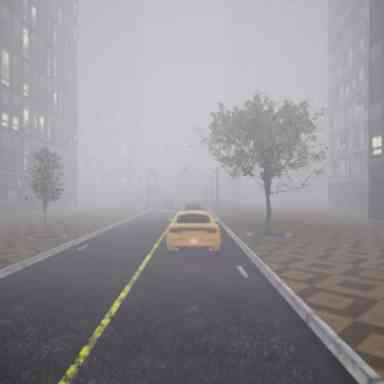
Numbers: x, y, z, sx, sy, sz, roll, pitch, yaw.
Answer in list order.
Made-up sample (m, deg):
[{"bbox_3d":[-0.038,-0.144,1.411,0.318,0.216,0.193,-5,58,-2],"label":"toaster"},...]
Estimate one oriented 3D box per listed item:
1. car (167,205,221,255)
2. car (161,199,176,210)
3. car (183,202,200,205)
[{"bbox_3d":[0.066,1.479,13.421,1.882,1.535,5.008,0,0,0],"label":"car"},{"bbox_3d":[-3.047,1.569,44.107,2.033,1.411,5.357,0,0,1],"label":"car"},{"bbox_3d":[0.069,1.572,29.070,1.994,1.385,4.181,0,0,0],"label":"car"}]
